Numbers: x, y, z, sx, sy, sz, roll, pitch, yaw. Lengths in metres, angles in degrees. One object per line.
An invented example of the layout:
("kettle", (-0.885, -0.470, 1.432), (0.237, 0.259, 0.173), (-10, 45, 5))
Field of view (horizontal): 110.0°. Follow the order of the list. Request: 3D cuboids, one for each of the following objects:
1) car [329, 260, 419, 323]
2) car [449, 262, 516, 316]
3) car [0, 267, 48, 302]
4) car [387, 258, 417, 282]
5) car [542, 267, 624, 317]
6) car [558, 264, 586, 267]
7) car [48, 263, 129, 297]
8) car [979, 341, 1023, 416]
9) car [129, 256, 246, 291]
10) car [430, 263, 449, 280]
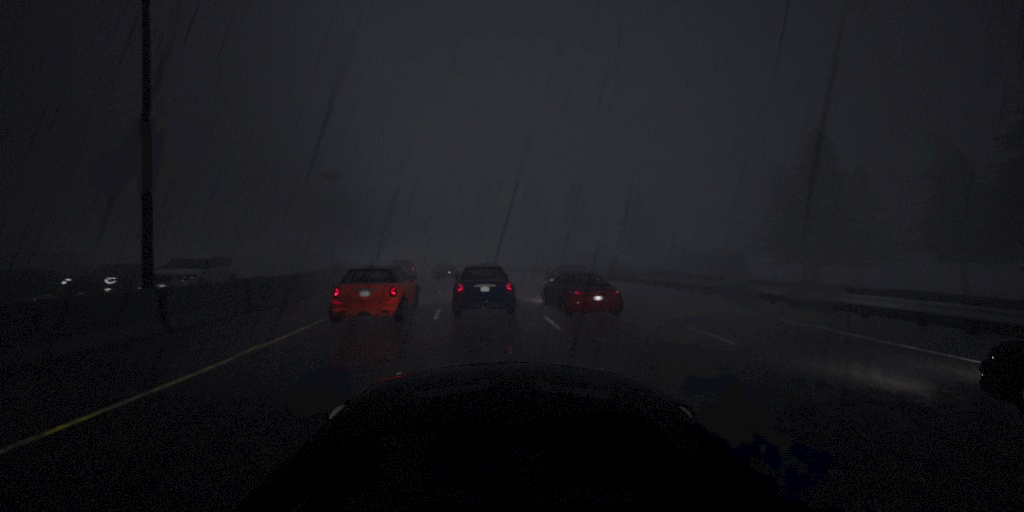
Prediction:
("car", (-4.503, 1.101, 12.395), (2.097, 1.767, 4.553), (0, 0, -7))
("car", (-1.152, 1.086, 13.617), (2.097, 1.767, 4.553), (0, 0, -8))
("car", (-23.302, 1.295, 16.573), (1.882, 1.535, 5.008), (0, 0, -16))
("car", (-9.372, 1.089, 30.260), (2.097, 1.767, 4.553), (0, 0, -22))
("car", (2.429, 1.284, 13.201), (1.994, 1.385, 4.181), (0, 0, -8))
("car", (3.890, 1.243, 23.810), (2.033, 1.411, 5.357), (0, 0, -15))
("car", (-20.256, 1.154, 18.494), (2.097, 1.767, 4.553), (0, 0, -17))
("car", (6.833, 1.226, 2.440), (1.837, 1.490, 4.892), (0, 0, 0))
("car", (-16.670, 1.008, 18.927), (2.150, 2.045, 5.566), (0, 0, -16))
("car", (-5.742, 1.286, 30.635), (1.994, 1.385, 4.181), (0, 0, -21))
